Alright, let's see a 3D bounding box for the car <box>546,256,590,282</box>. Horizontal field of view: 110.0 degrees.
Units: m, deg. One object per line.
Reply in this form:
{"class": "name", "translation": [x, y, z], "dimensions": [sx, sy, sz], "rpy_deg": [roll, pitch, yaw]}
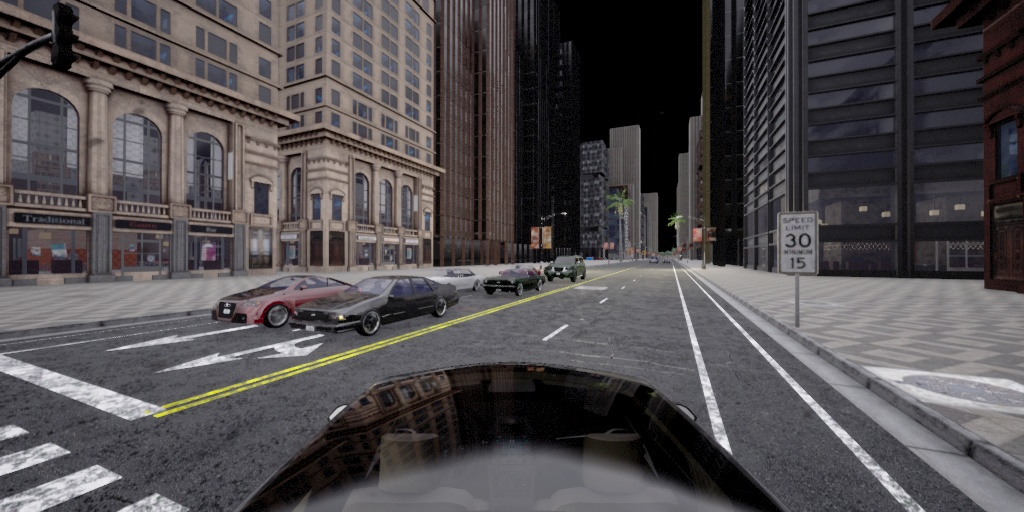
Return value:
{"class": "car", "translation": [4.566, 0.987, 29.373], "dimensions": [2.150, 2.045, 5.566], "rpy_deg": [0, 0, 24]}

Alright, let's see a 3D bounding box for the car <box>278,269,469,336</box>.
{"class": "car", "translation": [-3.652, 1.300, 10.826], "dimensions": [2.033, 1.411, 5.357], "rpy_deg": [0, 0, 24]}

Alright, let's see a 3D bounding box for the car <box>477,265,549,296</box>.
{"class": "car", "translation": [0.231, 1.358, 19.594], "dimensions": [1.895, 1.301, 4.718], "rpy_deg": [0, 0, 24]}

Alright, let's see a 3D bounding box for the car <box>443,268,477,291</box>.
{"class": "car", "translation": [-3.356, 1.357, 19.523], "dimensions": [1.895, 1.301, 4.718], "rpy_deg": [0, 0, 24]}

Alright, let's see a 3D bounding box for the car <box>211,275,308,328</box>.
{"class": "car", "translation": [-6.899, 1.317, 11.510], "dimensions": [1.994, 1.385, 4.181], "rpy_deg": [0, 0, 24]}

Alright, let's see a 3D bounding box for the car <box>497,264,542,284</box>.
{"class": "car", "translation": [0.680, 1.365, 28.631], "dimensions": [1.895, 1.301, 4.718], "rpy_deg": [0, 0, 24]}

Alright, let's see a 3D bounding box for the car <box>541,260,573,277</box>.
{"class": "car", "translation": [4.846, 1.251, 37.945], "dimensions": [1.882, 1.535, 5.008], "rpy_deg": [0, 0, 24]}
